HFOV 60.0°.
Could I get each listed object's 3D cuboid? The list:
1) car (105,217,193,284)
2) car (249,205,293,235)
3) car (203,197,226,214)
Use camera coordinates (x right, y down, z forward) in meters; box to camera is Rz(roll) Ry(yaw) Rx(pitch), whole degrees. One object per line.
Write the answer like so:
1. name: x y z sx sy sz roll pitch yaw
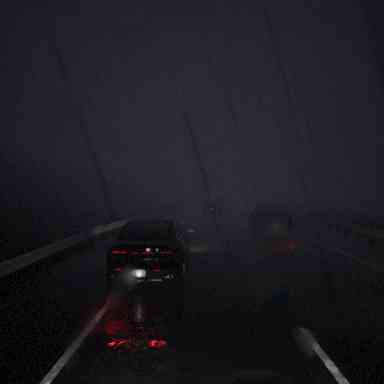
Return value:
1. car: -1.052 1.488 9.540 1.837 1.490 4.892 0 0 2
2. car: 4.318 1.459 18.692 2.128 1.511 4.902 0 0 4
3. car: 2.207 1.467 34.282 1.812 1.442 4.674 0 0 8
